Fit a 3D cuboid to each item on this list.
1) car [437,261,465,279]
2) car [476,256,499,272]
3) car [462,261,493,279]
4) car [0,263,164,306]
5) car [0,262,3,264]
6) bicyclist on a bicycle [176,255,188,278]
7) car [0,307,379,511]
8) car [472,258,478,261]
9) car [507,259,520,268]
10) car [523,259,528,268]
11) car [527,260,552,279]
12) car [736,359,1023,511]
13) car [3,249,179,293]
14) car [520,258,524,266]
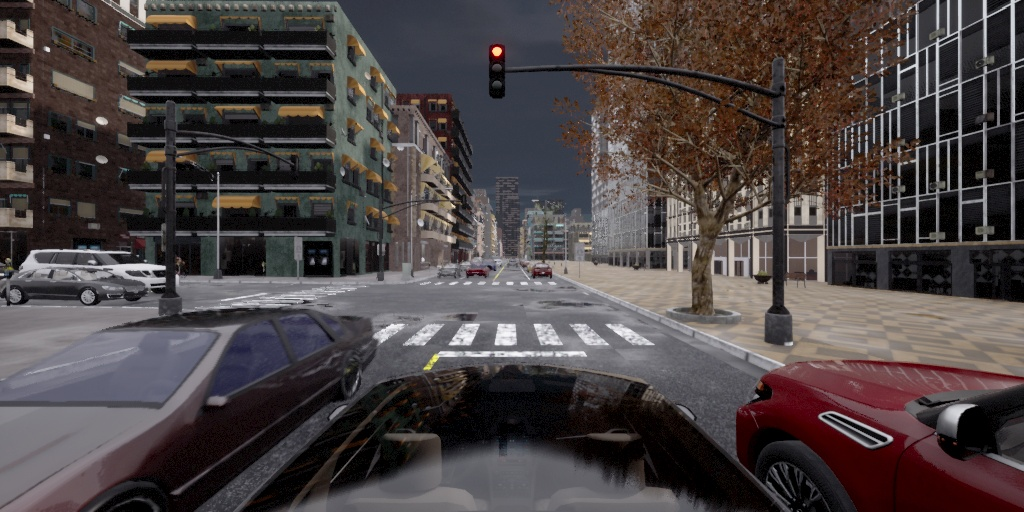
[{"bbox_3d":[-5.696,1.312,32.976,2.007,1.370,4.403,0,0,0],"label":"car"},{"bbox_3d":[-3.107,1.128,46.158,2.097,1.767,4.553,0,0,0],"label":"car"},{"bbox_3d":[-3.108,1.363,33.010,1.895,1.301,4.718,0,0,0],"label":"car"},{"bbox_3d":[-16.437,1.092,13.558,4.403,1.370,2.007,0,0,-1],"label":"car"},{"bbox_3d":[-33.192,0.869,21.766,4.403,1.370,2.007,0,0,-1],"label":"car"},{"bbox_3d":[-23.173,0.761,24.817,0.582,1.620,1.656,1,0,-1],"label":"bicyclist on a bicycle"},{"bbox_3d":[-3.101,1.298,3.641,2.033,1.411,5.357,0,0,0],"label":"car"},{"bbox_3d":[-5.698,1.323,44.041,2.007,1.370,4.403,0,0,0],"label":"car"},{"bbox_3d":[0.087,1.289,64.453,2.128,1.511,4.902,0,0,0],"label":"car"},{"bbox_3d":[2.682,1.298,44.213,1.751,1.417,4.829,0,0,0],"label":"car"},{"bbox_3d":[2.685,1.307,32.977,1.888,1.381,4.507,0,0,0],"label":"car"},{"bbox_3d":[2.692,1.065,0.590,2.192,1.841,5.009,0,0,0],"label":"car"},{"bbox_3d":[-18.430,0.738,16.126,5.566,2.045,2.150,1,0,-1],"label":"car"},{"bbox_3d":[2.679,1.375,60.640,1.802,1.307,4.207,0,0,0],"label":"car"}]
